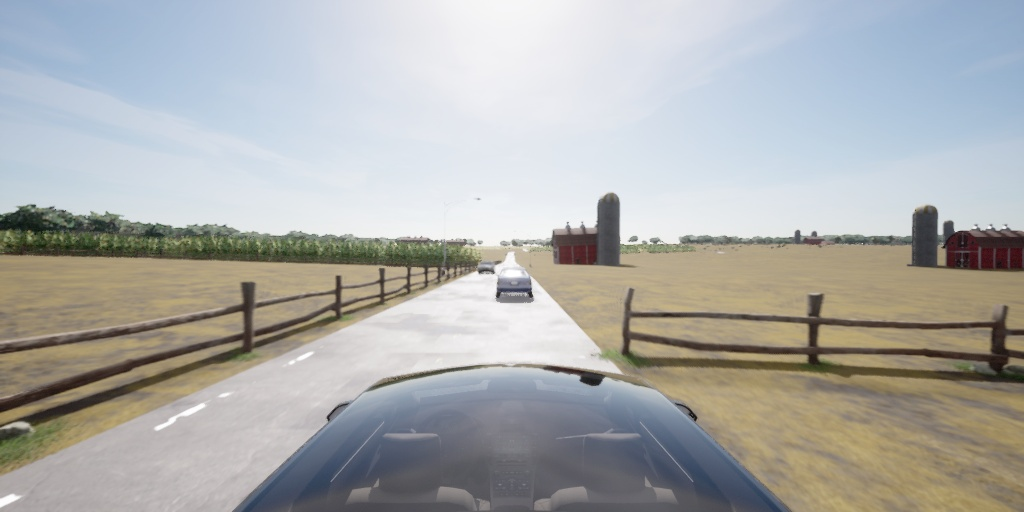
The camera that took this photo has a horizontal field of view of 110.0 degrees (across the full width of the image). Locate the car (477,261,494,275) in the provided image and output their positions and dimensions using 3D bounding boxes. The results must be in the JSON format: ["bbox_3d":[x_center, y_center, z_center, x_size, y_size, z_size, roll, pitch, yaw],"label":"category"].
[{"bbox_3d":[-2.813,1.287,40.536,1.837,1.490,4.892,0,0,0],"label":"car"}]

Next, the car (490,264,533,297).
[{"bbox_3d":[0.111,1.298,19.048,2.033,1.411,5.357,0,0,0],"label":"car"}]
